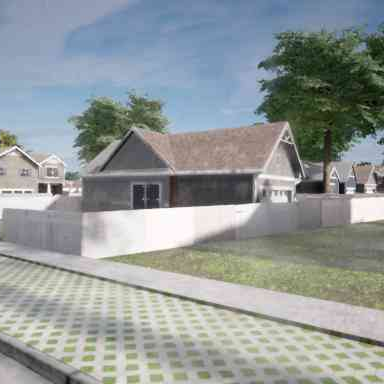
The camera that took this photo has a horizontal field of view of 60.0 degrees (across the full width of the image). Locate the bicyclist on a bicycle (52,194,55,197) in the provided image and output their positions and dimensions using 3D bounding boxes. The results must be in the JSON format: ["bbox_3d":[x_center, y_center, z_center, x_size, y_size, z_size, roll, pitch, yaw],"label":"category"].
[{"bbox_3d":[-13.073,1.027,31.582,1.656,1.620,0.582,0,1,34],"label":"bicyclist on a bicycle"}]
